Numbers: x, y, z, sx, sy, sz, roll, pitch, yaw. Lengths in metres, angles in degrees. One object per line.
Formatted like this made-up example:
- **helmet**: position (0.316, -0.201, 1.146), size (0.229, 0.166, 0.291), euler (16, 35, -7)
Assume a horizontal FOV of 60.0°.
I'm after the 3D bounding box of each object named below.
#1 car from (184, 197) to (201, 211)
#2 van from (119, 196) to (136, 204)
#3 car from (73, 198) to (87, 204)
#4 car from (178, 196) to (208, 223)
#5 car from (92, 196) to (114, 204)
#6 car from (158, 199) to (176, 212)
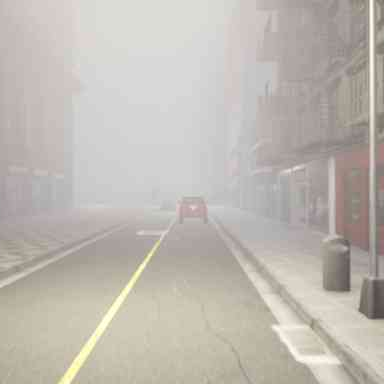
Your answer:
- **car**: position (0.091, 1.562, 44.573), size (2.097, 1.767, 4.553), euler (0, -1, 0)
- **van**: position (-14.739, 1.817, 76.505), size (3.998, 1.788, 1.690), euler (0, 0, -1)
- **car**: position (-26.020, 2.036, 76.329), size (4.313, 1.339, 1.947), euler (0, 0, -1)
- **car**: position (0.095, 1.313, 26.585), size (2.150, 2.045, 5.566), euler (0, -1, 0)
- **car**: position (-20.380, 1.789, 76.418), size (5.009, 1.841, 2.192), euler (0, 0, -1)
- **car**: position (-3.068, 1.698, 41.632), size (1.837, 1.490, 4.892), euler (0, -1, 0)
